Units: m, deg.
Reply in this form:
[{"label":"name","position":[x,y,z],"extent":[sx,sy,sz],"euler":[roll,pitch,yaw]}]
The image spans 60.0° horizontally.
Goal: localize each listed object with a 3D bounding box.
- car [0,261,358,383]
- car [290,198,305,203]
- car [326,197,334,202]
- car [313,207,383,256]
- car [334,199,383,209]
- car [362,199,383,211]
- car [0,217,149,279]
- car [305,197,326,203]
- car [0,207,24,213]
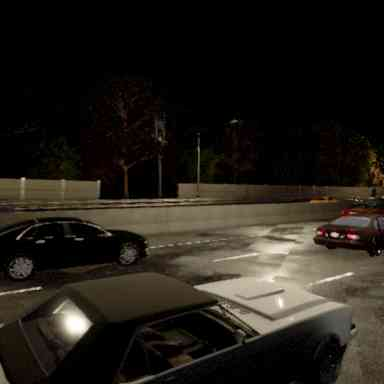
[{"label":"car","position":[-0.257,1.599,3.564],"extent":[4.718,1.301,1.895],"euler":[0,0,-35]},{"label":"car","position":[16.682,1.557,50.232],"extent":[4.181,1.385,1.994],"euler":[0,0,-35]},{"label":"car","position":[20.342,1.594,44.255],"extent":[4.718,1.301,1.895],"euler":[0,0,-35]},{"label":"car","position":[7.014,1.538,13.047],"extent":[5.357,1.411,2.033],"euler":[0,0,-35]},{"label":"car","position":[11.035,1.338,20.216],"extent":[4.553,1.767,2.097],"euler":[0,0,-35]},{"label":"car","position":[23.718,1.559,42.368],"extent":[4.181,1.385,1.994],"euler":[0,0,-35]},{"label":"car","position":[-3.623,1.502,9.760],"extent":[4.892,1.490,1.837],"euler":[0,0,-35]},{"label":"car","position":[18.879,1.471,47.502],"extent":[5.008,1.535,1.882],"euler":[0,0,-35]},{"label":"car","position":[-10.660,1.544,17.885],"extent":[5.357,1.411,2.033],"euler":[0,0,-36]}]
